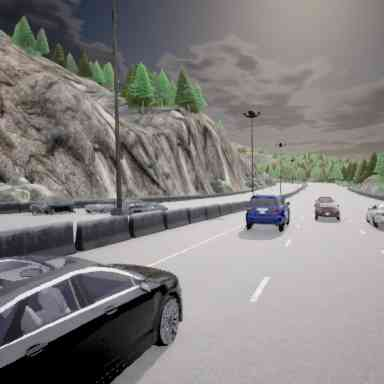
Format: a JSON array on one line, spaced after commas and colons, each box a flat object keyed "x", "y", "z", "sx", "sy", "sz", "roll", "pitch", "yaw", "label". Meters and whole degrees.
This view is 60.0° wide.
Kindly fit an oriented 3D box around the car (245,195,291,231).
[{"x": 4.828, "y": 1.184, "z": 20.777, "sx": 2.150, "sy": 2.045, "sz": 5.566, "roll": 0, "pitch": 0, "yaw": 21, "label": "car"}]

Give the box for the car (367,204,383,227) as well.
[{"x": 12.749, "y": 1.487, "z": 21.892, "sx": 1.812, "sy": 1.442, "sz": 4.674, "roll": 0, "pitch": 0, "yaw": 21, "label": "car"}]

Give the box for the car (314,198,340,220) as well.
[{"x": 11.083, "y": 1.476, "z": 27.346, "sx": 1.812, "sy": 1.442, "sz": 4.674, "roll": 0, "pitch": 0, "yaw": 21, "label": "car"}]

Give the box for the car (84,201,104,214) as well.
[{"x": -8.950, "y": 1.529, "z": 34.274, "sx": 1.895, "sy": 1.301, "sz": 4.718, "roll": 0, "pitch": 0, "yaw": 21, "label": "car"}]

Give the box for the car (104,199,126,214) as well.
[{"x": -5.996, "y": 1.439, "z": 32.200, "sx": 1.837, "sy": 1.490, "sz": 4.892, "roll": 0, "pitch": 0, "yaw": 21, "label": "car"}]

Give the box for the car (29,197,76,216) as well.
[{"x": -13.464, "y": 1.282, "z": 32.277, "sx": 2.097, "sy": 1.767, "sz": 4.553, "roll": 0, "pitch": 0, "yaw": 21, "label": "car"}]

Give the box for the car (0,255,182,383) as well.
[{"x": -1.685, "y": 1.482, "z": 3.772, "sx": 2.128, "sy": 1.511, "sz": 4.902, "roll": 0, "pitch": 0, "yaw": 21, "label": "car"}]

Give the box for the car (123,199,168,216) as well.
[{"x": -3.673, "y": 1.506, "z": 28.484, "sx": 1.994, "sy": 1.385, "sz": 4.181, "roll": 0, "pitch": 0, "yaw": 21, "label": "car"}]
